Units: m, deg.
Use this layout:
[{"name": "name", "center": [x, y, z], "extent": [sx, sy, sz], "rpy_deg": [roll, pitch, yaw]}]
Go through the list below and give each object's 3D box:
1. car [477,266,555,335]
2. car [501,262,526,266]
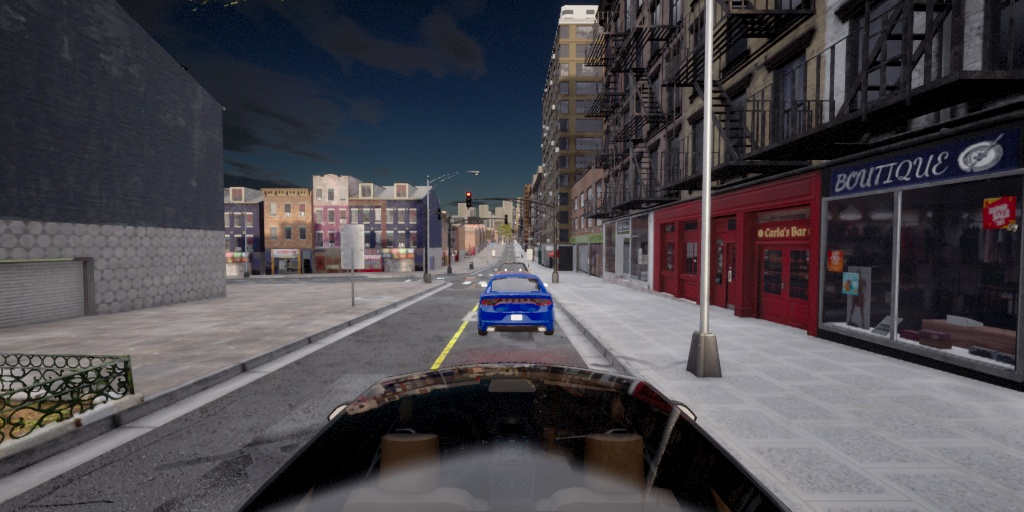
[{"name": "car", "center": [0.087, 1.229, 10.502], "extent": [1.882, 1.535, 5.008], "rpy_deg": [0, 0, 0]}, {"name": "car", "center": [0.054, 1.109, 20.495], "extent": [2.097, 1.767, 4.553], "rpy_deg": [0, 0, 0]}]
